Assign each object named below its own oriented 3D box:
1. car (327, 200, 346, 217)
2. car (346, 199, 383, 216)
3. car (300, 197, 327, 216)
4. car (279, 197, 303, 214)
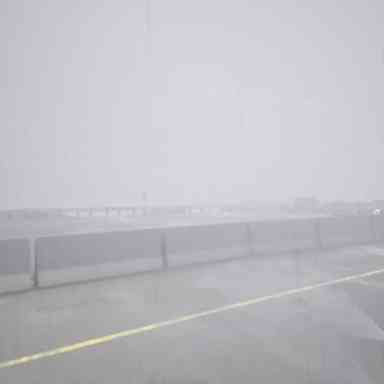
[{"bbox_3d":[13.874,1.518,27.980,4.181,1.385,1.994,0,0,-26],"label":"car"},{"bbox_3d":[13.817,1.314,24.052,4.553,1.767,2.097,0,0,-26],"label":"car"},{"bbox_3d":[13.336,1.495,31.650,5.357,1.411,2.033,0,0,-25],"label":"car"},{"bbox_3d":[11.241,1.292,34.478,4.553,1.767,2.097,0,0,-25],"label":"car"}]
